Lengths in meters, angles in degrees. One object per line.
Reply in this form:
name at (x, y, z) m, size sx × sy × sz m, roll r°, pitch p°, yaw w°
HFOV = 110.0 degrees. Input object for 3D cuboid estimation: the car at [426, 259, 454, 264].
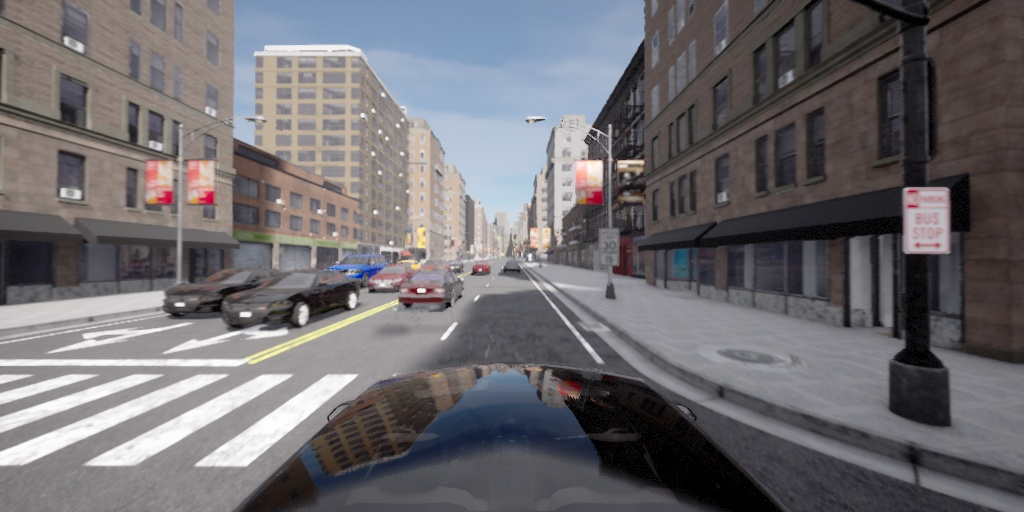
car at (-6.554, 1.041, 30.442) m, size 2.097 × 1.767 × 4.553 m, roll 0°, pitch 0°, yaw 0°

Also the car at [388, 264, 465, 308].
car at (-3.154, 1.247, 14.940) m, size 2.033 × 1.411 × 5.357 m, roll 0°, pitch 0°, yaw 0°

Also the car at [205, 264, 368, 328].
car at (-6.588, 1.176, 11.357) m, size 1.882 × 1.535 × 5.008 m, roll 0°, pitch 0°, yaw 0°

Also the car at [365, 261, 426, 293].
car at (-6.589, 1.220, 20.563) m, size 1.812 × 1.442 × 4.674 m, roll 0°, pitch 0°, yaw 0°

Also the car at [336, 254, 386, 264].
car at (-9.839, 0.912, 23.319) m, size 2.150 × 2.045 × 5.566 m, roll 0°, pitch 0°, yaw -1°

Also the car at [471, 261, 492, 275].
car at (-3.161, 1.212, 37.933) m, size 1.812 × 1.442 × 4.674 m, roll 0°, pitch 0°, yaw 0°

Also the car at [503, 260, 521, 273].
car at (0.003, 1.249, 42.199) m, size 1.994 × 1.385 × 4.181 m, roll 0°, pitch 0°, yaw 0°

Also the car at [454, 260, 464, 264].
car at (-6.497, 1.173, 40.784) m, size 2.128 × 1.511 × 4.902 m, roll 0°, pitch 0°, yaw 0°

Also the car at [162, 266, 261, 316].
car at (-9.839, 1.173, 13.145) m, size 1.882 × 1.535 × 5.008 m, roll 0°, pitch 0°, yaw 1°
